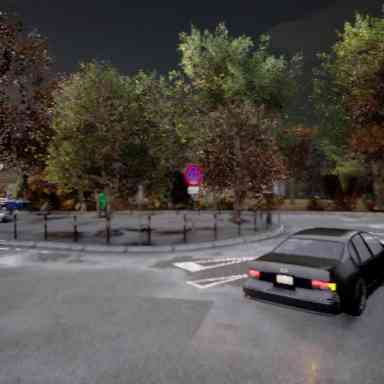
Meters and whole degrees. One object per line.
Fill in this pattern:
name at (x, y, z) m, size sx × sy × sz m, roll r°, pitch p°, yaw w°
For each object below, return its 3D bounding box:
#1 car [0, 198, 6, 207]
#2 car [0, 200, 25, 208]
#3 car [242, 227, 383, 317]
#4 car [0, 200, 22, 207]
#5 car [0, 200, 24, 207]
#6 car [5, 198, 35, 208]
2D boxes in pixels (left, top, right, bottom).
car at (-36.262, 2.319, 69.208) m, size 5.566 × 2.045 × 2.435 m, roll -1°, pitch 0°, yaw -35°
car at (-40.990, 2.703, 76.080) m, size 4.892 × 1.521 × 2.231 m, roll -1°, pitch -1°, yaw -35°
car at (3.189, 1.517, 7.474) m, size 2.033 × 1.411 × 5.357 m, roll -1°, pitch -1°, yaw 41°
car at (-44.204, 2.787, 80.723) m, size 5.008 × 1.535 × 2.097 m, roll -1°, pitch -1°, yaw -35°
car at (-42.598, 2.744, 78.402) m, size 5.008 × 1.535 × 2.097 m, roll -1°, pitch 0°, yaw -35°
car at (-33.000, 2.341, 64.435) m, size 4.553 × 1.767 × 2.185 m, roll -1°, pitch 0°, yaw -35°
